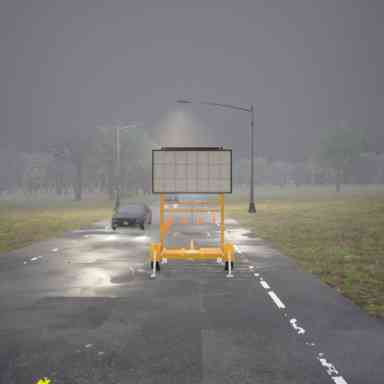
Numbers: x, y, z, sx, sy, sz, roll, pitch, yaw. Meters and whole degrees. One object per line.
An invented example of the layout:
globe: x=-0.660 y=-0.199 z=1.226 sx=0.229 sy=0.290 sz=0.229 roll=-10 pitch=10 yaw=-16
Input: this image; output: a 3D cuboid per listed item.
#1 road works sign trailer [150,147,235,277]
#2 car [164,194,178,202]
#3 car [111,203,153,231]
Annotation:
road works sign trailer: x=0.004 y=0.445 z=10.169 sx=2.380 sy=3.560 sz=2.880 roll=0 pitch=0 yaw=0
car: x=-3.471 y=0.913 z=55.378 sx=2.150 sy=2.045 sz=5.566 roll=0 pitch=1 yaw=0
car: x=-3.590 y=1.414 z=20.513 sx=1.882 sy=1.535 sz=5.008 roll=0 pitch=0 yaw=0
